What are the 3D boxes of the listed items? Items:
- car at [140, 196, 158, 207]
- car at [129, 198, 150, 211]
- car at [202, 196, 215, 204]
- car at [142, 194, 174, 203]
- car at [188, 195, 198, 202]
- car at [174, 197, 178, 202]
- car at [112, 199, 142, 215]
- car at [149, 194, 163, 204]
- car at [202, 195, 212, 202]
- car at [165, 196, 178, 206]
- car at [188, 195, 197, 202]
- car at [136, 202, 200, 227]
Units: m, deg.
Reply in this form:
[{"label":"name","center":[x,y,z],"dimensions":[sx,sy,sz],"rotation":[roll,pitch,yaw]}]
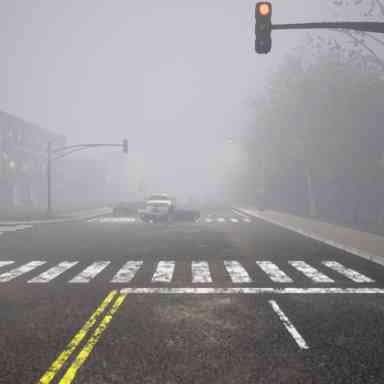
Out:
[{"label":"car","center":[-6.537,1.468,51.112],"dimensions":[2.128,1.511,4.902],"rotation":[0,0,0]},{"label":"car","center":[-6.544,1.545,42.059],"dimensions":[1.994,1.385,4.181],"rotation":[0,0,1]},{"label":"car","center":[3.414,1.569,64.712],"dimensions":[1.895,1.301,4.718],"rotation":[0,0,0]},{"label":"car","center":[-3.309,1.207,33.724],"dimensions":[2.150,2.045,5.566],"rotation":[0,0,0]},{"label":"car","center":[0.163,1.460,64.697],"dimensions":[2.128,1.511,4.902],"rotation":[0,0,0]},{"label":"car","center":[-3.298,1.581,43.780],"dimensions":[1.895,1.301,4.718],"rotation":[0,0,1]},{"label":"car","center":[-6.562,1.587,33.131],"dimensions":[1.895,1.301,4.718],"rotation":[0,0,0]},{"label":"car","center":[-6.502,1.322,61.166],"dimensions":[2.097,1.767,4.553],"rotation":[0,0,0]},{"label":"car","center":[3.324,1.501,74.730],"dimensions":[2.033,1.411,5.357],"rotation":[0,0,0]},{"label":"car","center":[-3.285,1.479,53.929],"dimensions":[1.837,1.490,4.892],"rotation":[0,0,0]},{"label":"car","center":[0.076,1.439,75.006],"dimensions":[1.882,1.535,5.008],"rotation":[0,0,0]},{"label":"car","center":[-1.397,1.592,23.131],"dimensions":[1.895,1.301,4.718],"rotation":[0,0,35]}]
